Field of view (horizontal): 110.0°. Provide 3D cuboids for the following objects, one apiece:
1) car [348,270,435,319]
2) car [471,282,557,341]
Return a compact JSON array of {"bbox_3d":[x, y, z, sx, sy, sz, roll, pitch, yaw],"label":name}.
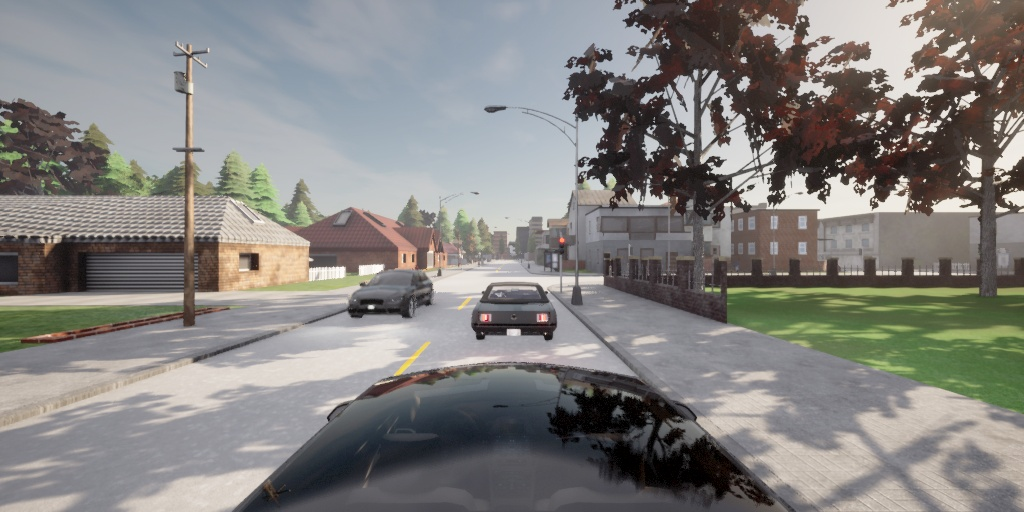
[{"bbox_3d":[-4.066,1.257,12.819,1.837,1.490,4.892,0,-1,0],"label":"car"},{"bbox_3d":[0.078,1.351,9.906,1.895,1.301,4.718,0,0,1],"label":"car"}]
